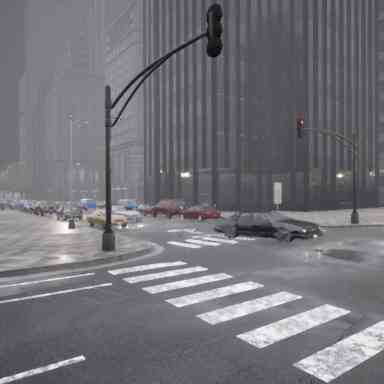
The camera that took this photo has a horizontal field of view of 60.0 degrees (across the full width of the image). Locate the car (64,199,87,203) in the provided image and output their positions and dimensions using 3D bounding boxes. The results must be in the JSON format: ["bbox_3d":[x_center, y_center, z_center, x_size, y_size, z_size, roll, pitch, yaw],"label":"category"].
[{"bbox_3d":[-15.350,2.061,41.834,2.128,1.511,4.902,0,0,-35],"label":"car"}]

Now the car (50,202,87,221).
[{"bbox_3d":[-12.018,2.004,32.490,2.008,1.369,4.403,-1,0,-35],"label":"car"}]

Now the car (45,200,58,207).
[{"bbox_3d":[-31.686,2.596,74.947,1.947,1.339,4.313,-1,0,-35],"label":"car"}]

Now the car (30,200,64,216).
[{"bbox_3d":[-17.677,1.901,40.460,2.192,1.841,5.009,-1,0,-35],"label":"car"}]

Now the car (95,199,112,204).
[{"bbox_3d":[-11.163,1.875,46.055,2.192,1.841,5.009,-1,0,-35],"label":"car"}]

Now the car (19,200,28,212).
[{"bbox_3d":[-23.328,2.157,48.429,1.967,1.590,4.097,-1,0,-35],"label":"car"}]

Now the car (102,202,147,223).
[{"bbox_3d":[-6.006,1.877,28.636,1.812,1.442,4.674,0,-1,-35],"label":"car"}]

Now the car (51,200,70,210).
[{"bbox_3d":[-23.018,2.271,57.971,1.882,1.535,5.008,0,-1,-35],"label":"car"}]

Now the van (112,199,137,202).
[{"bbox_3d":[-8.224,1.833,41.903,1.690,1.788,3.998,-1,0,-35],"label":"van"}]

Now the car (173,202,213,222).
[{"bbox_3d":[0.597,1.828,29.446,1.887,1.381,4.507,-1,0,-35],"label":"car"}]

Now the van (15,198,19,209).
[{"bbox_3d":[-26.158,2.123,52.414,1.690,1.788,3.998,-1,0,-35],"label":"van"}]

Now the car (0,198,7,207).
[{"bbox_3d":[-41.246,2.668,73.687,1.887,1.381,4.507,-1,0,-35],"label":"car"}]

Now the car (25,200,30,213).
[{"bbox_3d":[-20.499,2.196,44.444,1.887,1.381,4.507,-1,0,-35],"label":"car"}]

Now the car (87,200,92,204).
[{"bbox_3d":[-17.035,2.257,49.589,1.895,1.301,4.718,0,-1,-35],"label":"car"}]

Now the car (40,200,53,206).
[{"bbox_3d":[-34.697,2.661,79.191,1.947,1.339,4.313,-1,0,-35],"label":"car"}]

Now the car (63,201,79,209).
[{"bbox_3d":[-22.656,2.407,62.219,1.802,1.307,4.206,-1,0,-35],"label":"car"}]

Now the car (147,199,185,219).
[{"bbox_3d":[-2.347,1.668,33.598,2.192,1.841,5.009,-1,0,-35],"label":"car"}]

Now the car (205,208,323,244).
[{"bbox_3d":[3.448,1.613,16.233,2.033,1.411,5.357,-1,-2,-44],"label":"car"}]

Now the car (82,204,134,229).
[{"bbox_3d":[-6.266,1.843,24.382,1.752,1.417,4.829,-1,0,-35],"label":"car"}]

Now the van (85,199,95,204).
[{"bbox_3d":[-17.040,2.038,54.360,1.690,1.788,3.998,-1,0,-35],"label":"van"}]

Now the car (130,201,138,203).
[{"bbox_3d":[-5.279,2.004,37.750,1.802,1.307,4.206,-1,0,-35],"label":"car"}]

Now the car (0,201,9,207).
[{"bbox_3d":[-44.356,2.772,78.073,1.802,1.307,4.206,-1,0,-35],"label":"car"}]

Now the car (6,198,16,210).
[{"bbox_3d":[-31.913,2.354,60.529,1.967,1.590,4.097,-1,0,-35],"label":"car"}]
